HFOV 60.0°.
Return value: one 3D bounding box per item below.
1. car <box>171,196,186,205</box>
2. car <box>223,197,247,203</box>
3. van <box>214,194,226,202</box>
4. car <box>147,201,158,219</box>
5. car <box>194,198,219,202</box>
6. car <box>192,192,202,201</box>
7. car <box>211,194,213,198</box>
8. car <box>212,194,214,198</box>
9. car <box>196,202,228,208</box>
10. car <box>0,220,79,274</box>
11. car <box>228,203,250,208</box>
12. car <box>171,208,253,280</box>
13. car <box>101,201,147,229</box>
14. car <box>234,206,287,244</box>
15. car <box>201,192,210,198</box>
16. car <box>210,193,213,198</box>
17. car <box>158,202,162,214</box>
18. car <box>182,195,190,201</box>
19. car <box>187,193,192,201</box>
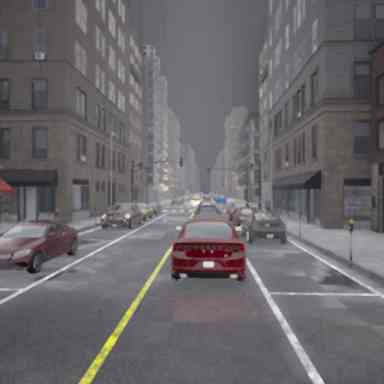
[{"bbox_3d":[-2.762,1.582,59.670,2.008,1.369,4.403,0,0,3],"label":"car"},{"bbox_3d":[3.786,1.461,26.750,1.967,1.590,4.097,0,0,3],"label":"car"},{"bbox_3d":[5.256,1.381,59.317,1.690,1.788,3.998,0,0,3],"label":"van"},{"bbox_3d":[-4.239,1.537,26.934,1.752,1.417,4.829,0,0,3],"label":"car"},{"bbox_3d":[1.378,1.547,31.946,1.812,1.442,4.674,0,0,3],"label":"car"},{"bbox_3d":[1.063,1.521,85.913,1.882,1.535,5.008,0,0,3],"label":"car"},{"bbox_3d":[6.280,1.632,82.019,1.802,1.307,4.206,0,0,3],"label":"car"},{"bbox_3d":[5.768,1.629,70.668,1.802,1.307,4.206,0,0,3],"label":"car"},{"bbox_3d":[1.043,1.578,22.030,1.994,1.385,4.181,0,0,1],"label":"car"},{"bbox_3d":[-4.978,1.583,10.565,1.802,1.307,4.206,0,0,3],"label":"car"},{"bbox_3d":[3.537,1.599,21.237,1.802,1.307,4.206,0,0,3],"label":"car"},{"bbox_3d":[0.492,1.484,10.015,1.882,1.535,5.008,0,0,3],"label":"car"},{"bbox_3d":[-4.480,1.448,21.592,1.967,1.590,4.097,0,0,3],"label":"car"},{"bbox_3d":[3.288,1.564,15.724,2.008,1.369,4.403,0,0,3],"label":"car"},{"bbox_3d":[3.940,1.388,88.673,2.097,1.767,4.553,0,0,3],"label":"car"},{"bbox_3d":[6.537,1.365,87.695,2.192,1.841,5.009,0,0,3],"label":"car"},{"bbox_3d":[-3.983,1.566,32.616,2.008,1.369,4.403,0,0,3],"label":"car"},{"bbox_3d":[-1.481,1.607,88.051,1.947,1.339,4.313,0,0,3],"label":"car"},{"bbox_3d":[-1.745,1.566,82.205,1.752,1.417,4.829,0,0,3],"label":"car"}]
